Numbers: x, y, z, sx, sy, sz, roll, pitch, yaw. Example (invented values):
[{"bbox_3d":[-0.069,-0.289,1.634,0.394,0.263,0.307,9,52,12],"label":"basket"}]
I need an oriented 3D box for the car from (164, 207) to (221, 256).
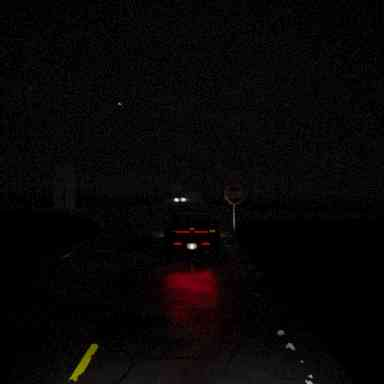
[{"bbox_3d":[0.002,1.334,12.332,1.837,1.490,4.892,0,1,0],"label":"car"}]

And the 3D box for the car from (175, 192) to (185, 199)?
[{"bbox_3d":[-2.535,0.696,70.282,1.895,1.301,4.718,0,1,0],"label":"car"}]

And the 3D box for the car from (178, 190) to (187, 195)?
[{"bbox_3d":[-2.429,0.092,85.916,1.994,1.385,4.181,0,1,0],"label":"car"}]
